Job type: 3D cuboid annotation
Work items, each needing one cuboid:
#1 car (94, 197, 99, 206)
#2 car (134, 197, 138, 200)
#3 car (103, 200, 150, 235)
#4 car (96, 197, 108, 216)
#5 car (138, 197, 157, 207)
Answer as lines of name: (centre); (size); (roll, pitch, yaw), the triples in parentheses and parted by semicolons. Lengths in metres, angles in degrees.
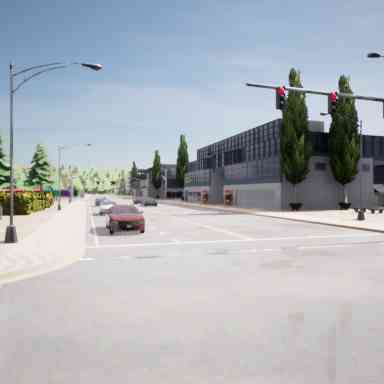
car: (-14.331, 1.493, 52.493); (2.128, 1.511, 4.902); (0, 0, -17)
car: (-9.625, 1.564, 60.856); (1.994, 1.385, 4.181); (0, 0, -18)
car: (-3.946, 1.478, 19.333); (1.882, 1.535, 5.008); (0, 0, -17)
car: (-8.027, 1.526, 32.309); (1.812, 1.442, 4.674); (0, 0, -18)
car: (-6.637, 1.564, 51.591); (1.994, 1.385, 4.181); (0, 0, -17)
